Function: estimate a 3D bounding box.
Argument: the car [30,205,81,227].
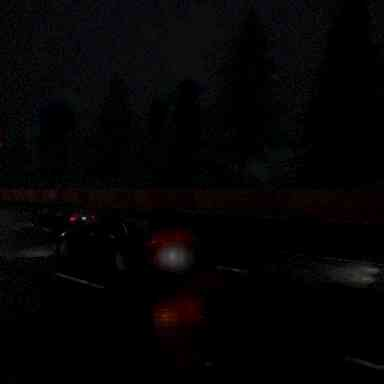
[{"bbox_3d":[-7.639,1.452,19.630,5.357,1.411,2.033,1,0,43],"label":"car"}]

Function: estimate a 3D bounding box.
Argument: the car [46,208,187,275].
[{"bbox_3d":[-2.381,1.466,10.449,4.892,1.490,1.837,1,0,39],"label":"car"}]
